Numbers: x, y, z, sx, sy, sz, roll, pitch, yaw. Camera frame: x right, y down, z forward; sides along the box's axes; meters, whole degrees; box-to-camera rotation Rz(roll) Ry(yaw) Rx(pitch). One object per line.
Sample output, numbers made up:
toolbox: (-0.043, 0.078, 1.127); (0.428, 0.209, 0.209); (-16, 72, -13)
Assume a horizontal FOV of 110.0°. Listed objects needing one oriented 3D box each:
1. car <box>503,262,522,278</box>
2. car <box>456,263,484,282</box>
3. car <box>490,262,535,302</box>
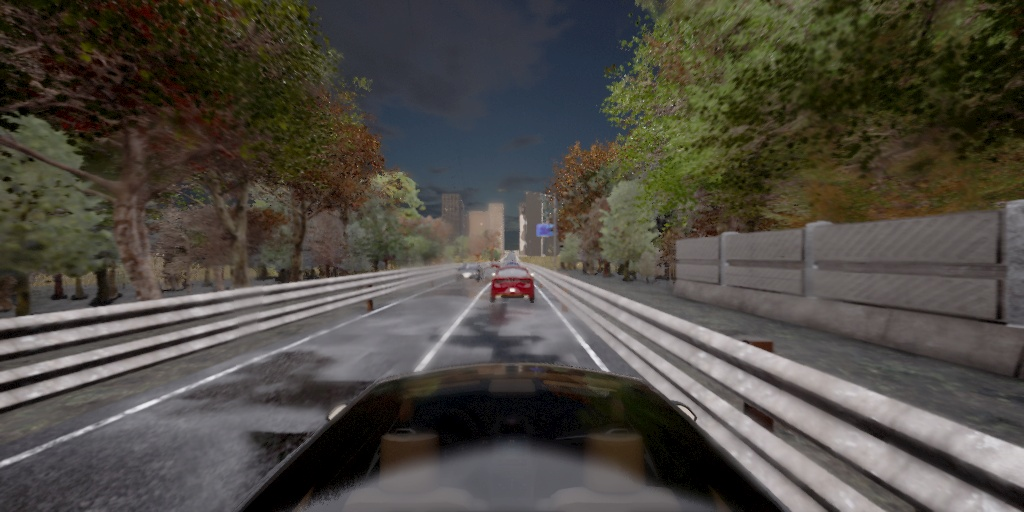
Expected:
car: (0.072, 1.401, 37.296); (1.812, 1.442, 4.674); (0, -1, 0)
car: (-3.353, 1.292, 29.152); (2.128, 1.511, 4.902); (0, 0, 0)
car: (0.039, 1.219, 16.925); (1.882, 1.535, 5.008); (0, 0, 0)
